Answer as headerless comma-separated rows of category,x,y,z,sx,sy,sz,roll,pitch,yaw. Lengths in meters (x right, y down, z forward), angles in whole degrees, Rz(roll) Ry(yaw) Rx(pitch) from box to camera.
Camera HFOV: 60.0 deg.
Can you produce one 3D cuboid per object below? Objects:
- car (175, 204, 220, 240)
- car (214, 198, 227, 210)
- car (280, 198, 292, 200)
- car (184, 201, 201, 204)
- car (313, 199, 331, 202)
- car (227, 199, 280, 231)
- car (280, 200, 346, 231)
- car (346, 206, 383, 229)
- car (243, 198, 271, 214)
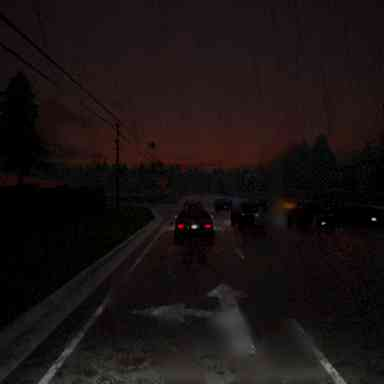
car,0.101,1.543,16.793,2.033,1.411,5.357,0,0,0
car,3.603,1.466,38.359,1.882,1.535,5.008,0,0,0
car,10.603,1.467,38.358,1.882,1.535,5.008,0,0,0
car,0.102,1.589,35.253,1.895,1.301,4.718,0,0,0
car,14.102,1.482,36.760,2.128,1.511,4.902,0,0,0
car,3.601,1.347,20.449,2.097,1.767,4.553,0,0,0
car,7.101,1.486,20.392,2.128,1.511,4.902,0,0,0
car,10.601,1.558,21.382,1.994,1.385,4.181,0,0,0
car,7.103,1.481,36.768,2.128,1.511,4.902,0,0,0
